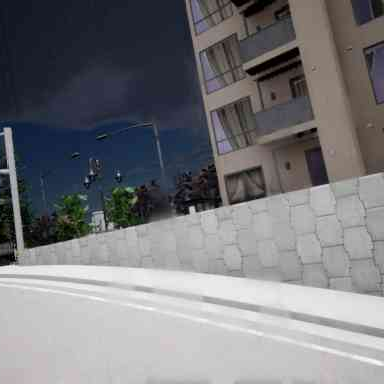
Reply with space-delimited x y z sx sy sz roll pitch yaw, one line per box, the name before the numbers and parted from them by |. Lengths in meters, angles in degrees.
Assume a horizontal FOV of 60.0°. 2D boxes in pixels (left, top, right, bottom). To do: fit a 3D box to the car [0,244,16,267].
car | -17.459 5.544 27.064 2.150 2.045 5.566 -15 -9 36
